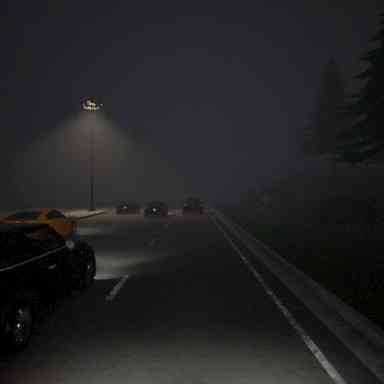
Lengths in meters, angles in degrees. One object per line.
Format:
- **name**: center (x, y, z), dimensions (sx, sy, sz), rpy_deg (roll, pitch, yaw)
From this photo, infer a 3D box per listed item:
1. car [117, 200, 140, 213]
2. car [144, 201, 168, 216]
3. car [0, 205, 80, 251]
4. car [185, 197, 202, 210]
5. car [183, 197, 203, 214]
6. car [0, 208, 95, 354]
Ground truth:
- **car**: center (-6.886, 1.568, 36.285), dimensions (1.994, 1.385, 4.181), rpy_deg (0, 0, 0)
- **car**: center (-3.390, 1.568, 32.127), dimensions (1.994, 1.385, 4.181), rpy_deg (0, 0, 0)
- **car**: center (-6.895, 1.479, 15.203), dimensions (1.882, 1.535, 5.008), rpy_deg (0, 0, 0)
- **car**: center (0.281, 1.497, 44.574), dimensions (2.128, 1.511, 4.902), rpy_deg (0, 0, 2)
- **car**: center (0.108, 1.356, 35.362), dimensions (2.097, 1.767, 4.553), rpy_deg (0, 0, 0)
- **car**: center (-3.400, 1.353, 6.271), dimensions (2.097, 1.767, 4.553), rpy_deg (0, 0, 0)
